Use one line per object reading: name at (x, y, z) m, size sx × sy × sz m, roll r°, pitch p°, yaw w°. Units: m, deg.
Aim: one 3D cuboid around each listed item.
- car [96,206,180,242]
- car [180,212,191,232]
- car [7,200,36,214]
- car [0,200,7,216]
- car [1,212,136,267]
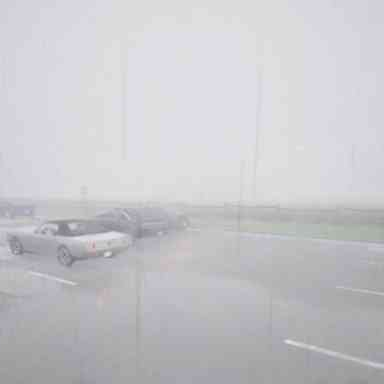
car at (-3.245, 1.456, 14.855) m, size 4.902 × 1.511 × 2.128 m, roll 0°, pitch 0°, yaw 36°
car at (-2.222, 1.486, 18.435) m, size 4.674 × 1.442 × 1.812 m, roll 0°, pitch 0°, yaw 36°
car at (-14.907, 1.388, 27.472) m, size 5.008 × 1.535 × 1.882 m, roll 0°, pitch 0°, yaw 36°
car at (-15.692, 1.407, 23.724) m, size 4.902 × 1.511 × 2.128 m, roll 0°, pitch 0°, yaw 36°
car at (-4.338, 1.569, 11.331) m, size 4.718 × 1.301 × 1.895 m, roll 0°, pitch 0°, yaw 36°
